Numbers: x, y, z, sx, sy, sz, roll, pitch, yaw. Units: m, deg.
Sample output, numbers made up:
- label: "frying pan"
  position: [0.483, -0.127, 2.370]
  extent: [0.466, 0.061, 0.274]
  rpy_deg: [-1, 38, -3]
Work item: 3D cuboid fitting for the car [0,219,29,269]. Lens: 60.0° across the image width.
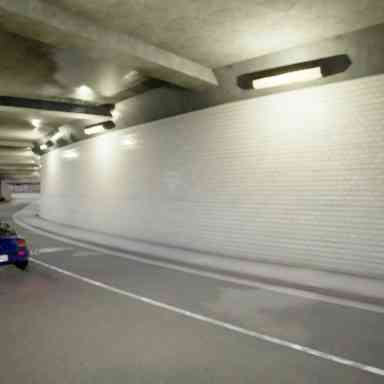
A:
- label: "car"
  position: [-6.512, 1.535, 10.168]
  extent: [1.812, 1.442, 4.674]
  rpy_deg: [1, 0, -45]
